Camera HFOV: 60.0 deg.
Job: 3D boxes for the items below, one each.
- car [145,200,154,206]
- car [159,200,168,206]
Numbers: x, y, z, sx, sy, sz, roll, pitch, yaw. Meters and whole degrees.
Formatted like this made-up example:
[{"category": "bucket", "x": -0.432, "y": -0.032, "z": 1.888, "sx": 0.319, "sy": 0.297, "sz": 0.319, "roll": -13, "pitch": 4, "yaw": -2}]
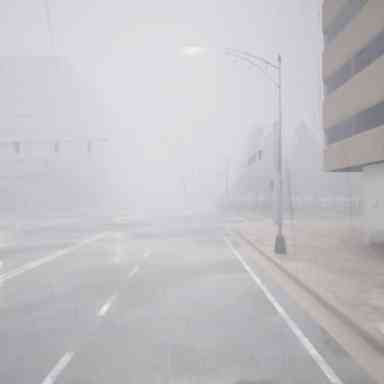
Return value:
[{"category": "car", "x": -10.455, "y": 2.644, "z": 81.508, "sx": 2.128, "sy": 1.511, "sz": 4.902, "roll": 0, "pitch": -1, "yaw": 0}, {"category": "car", "x": -6.955, "y": 2.671, "z": 81.506, "sx": 1.994, "sy": 1.385, "sz": 4.181, "roll": 0, "pitch": -1, "yaw": 0}]
